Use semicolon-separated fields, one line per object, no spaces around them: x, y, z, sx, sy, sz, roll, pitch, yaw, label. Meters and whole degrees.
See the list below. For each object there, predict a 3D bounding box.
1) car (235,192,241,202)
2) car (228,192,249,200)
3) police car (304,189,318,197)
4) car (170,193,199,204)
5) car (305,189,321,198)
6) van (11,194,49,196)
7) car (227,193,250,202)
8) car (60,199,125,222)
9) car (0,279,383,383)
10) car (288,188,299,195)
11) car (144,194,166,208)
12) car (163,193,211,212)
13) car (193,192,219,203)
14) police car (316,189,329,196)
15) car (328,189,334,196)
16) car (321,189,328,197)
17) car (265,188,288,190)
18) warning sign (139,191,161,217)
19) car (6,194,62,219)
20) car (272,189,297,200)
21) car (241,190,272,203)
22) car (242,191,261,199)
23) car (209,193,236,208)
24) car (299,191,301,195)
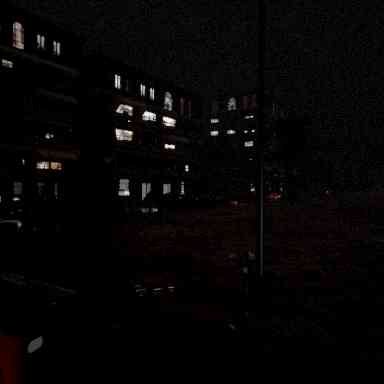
8.413;0.864;50.233;1.895;1.301;4.718;1;1;34;car
8.533;0.649;60.563;1.947;1.339;4.313;2;2;35;car
27.449;0.189;76.729;1.930;1.638;5.238;0;1;32;police car
-0.969;0.909;46.821;1.947;1.339;4.313;2;2;35;car
24.928;0.445;69.539;2.008;1.369;4.403;2;2;35;car
-13.636;1.035;28.493;1.690;1.788;3.998;2;2;35;van
7.681;0.819;54.622;1.895;1.301;4.718;1;1;35;car
-6.746;1.328;23.734;1.947;1.339;4.313;2;2;35;car
-0.330;1.544;3.102;4.507;1.381;1.887;0;0;35;car
24.371;-0.031;83.459;2.192;1.841;5.009;2;2;35;car
-3.429;0.968;38.723;1.882;1.535;5.008;1;1;35;car
-0.412;1.131;32.893;1.887;1.381;4.507;2;2;35;car
2.198;0.807;51.401;2.008;1.369;4.403;2;2;35;car
33.259;0.037;84.870;1.930;1.638;5.238;1;1;34;police car
34.430;0.077;83.277;1.967;1.590;4.097;2;2;35;car
28.094;0.359;74.118;2.008;1.369;4.403;2;2;35;car
15.396;0.550;60.335;1.882;1.535;5.008;1;1;35;car
-3.130;0.851;24.821;1.300;1.860;1.060;-1;0;35;warning sign
-11.884;1.229;26.503;1.837;1.490;4.892;1;2;35;car
15.522;0.674;55.936;1.752;1.417;4.829;2;2;35;car
9.090;0.876;46.635;2.008;1.369;4.403;2;2;35;car
11.603;0.524;65.002;1.752;1.417;4.829;2;2;35;car
2.756;1.050;37.474;2.008;1.369;4.403;2;2;35;car
27.536;0.113;88.046;1.887;1.381;4.507;2;2;35;car
